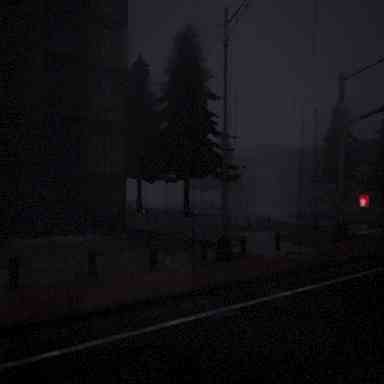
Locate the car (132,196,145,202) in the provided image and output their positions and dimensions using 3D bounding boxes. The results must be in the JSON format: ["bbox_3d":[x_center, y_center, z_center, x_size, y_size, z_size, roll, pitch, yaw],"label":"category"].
[{"bbox_3d":[-14.164,1.769,87.673,1.970,1.475,3.806,1,0,-37],"label":"car"}]

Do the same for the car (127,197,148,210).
[{"bbox_3d":[-8.021,1.768,45.682,1.994,1.385,4.181,1,0,-37],"label":"car"}]

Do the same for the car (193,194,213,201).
[{"bbox_3d":[2.867,1.630,90.929,1.932,1.855,4.605,1,0,-37],"label":"car"}]

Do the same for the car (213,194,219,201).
[{"bbox_3d":[4.951,1.637,92.995,1.905,1.878,3.866,1,0,-37],"label":"car"}]
